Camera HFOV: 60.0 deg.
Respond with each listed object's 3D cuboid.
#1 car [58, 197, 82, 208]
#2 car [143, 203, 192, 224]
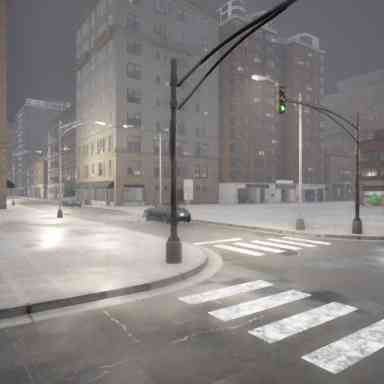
[{"bbox_3d":[-16.209,1.338,44.017,2.033,1.411,5.357,0,0,-35],"label":"car"},{"bbox_3d":[-1.834,1.468,23.852,1.994,1.385,4.181,0,0,-35],"label":"car"}]
